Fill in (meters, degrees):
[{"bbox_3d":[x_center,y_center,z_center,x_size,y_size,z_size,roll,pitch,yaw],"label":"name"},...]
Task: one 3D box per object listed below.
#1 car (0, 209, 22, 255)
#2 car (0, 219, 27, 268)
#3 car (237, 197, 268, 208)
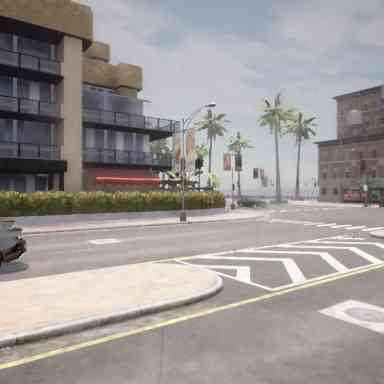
[{"bbox_3d":[-8.898,1.492,11.773,4.902,1.511,2.128,0,0,-35],"label":"car"},{"bbox_3d":[-7.086,1.492,8.770,4.902,1.511,2.128,0,0,-36],"label":"car"},{"bbox_3d":[8.604,1.505,47.531,1.837,1.490,4.892,0,0,-35],"label":"car"}]
